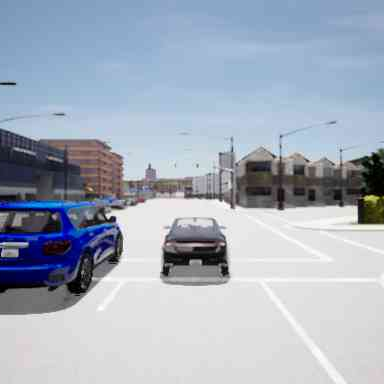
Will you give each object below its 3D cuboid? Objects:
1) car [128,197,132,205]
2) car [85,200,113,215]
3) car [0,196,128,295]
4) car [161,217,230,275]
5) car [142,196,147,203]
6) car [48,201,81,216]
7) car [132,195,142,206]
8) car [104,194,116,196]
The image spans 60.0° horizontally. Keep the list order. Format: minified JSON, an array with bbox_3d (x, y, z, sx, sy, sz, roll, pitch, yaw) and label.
[{"bbox_3d":[-10.588,1.812,48.111,2.033,1.411,5.357,0,0,0],"label":"car"},{"bbox_3d":[-10.599,1.749,38.375,1.837,1.490,4.892,0,0,0],"label":"car"},{"bbox_3d":[-3.407,1.248,8.927,2.150,2.045,5.566,0,0,0],"label":"car"},{"bbox_3d":[0.093,1.527,10.592,2.128,1.511,4.902,0,0,0],"label":"car"},{"bbox_3d":[-10.505,1.479,68.305,1.882,1.535,5.008,0,1,0],"label":"car"},{"bbox_3d":[-14.111,1.739,37.028,1.837,1.490,4.892,0,0,-1],"label":"car"},{"bbox_3d":[-10.525,1.667,57.851,2.128,1.511,4.902,0,1,0],"label":"car"},{"bbox_3d":[-14.052,1.424,55.649,2.150,2.045,5.566,0,1,0],"label":"car"}]
